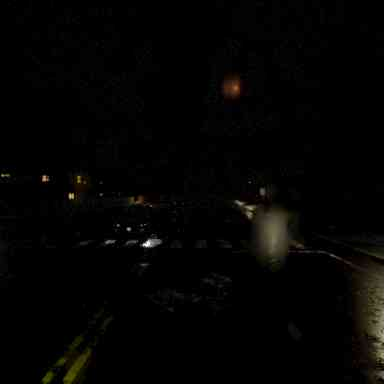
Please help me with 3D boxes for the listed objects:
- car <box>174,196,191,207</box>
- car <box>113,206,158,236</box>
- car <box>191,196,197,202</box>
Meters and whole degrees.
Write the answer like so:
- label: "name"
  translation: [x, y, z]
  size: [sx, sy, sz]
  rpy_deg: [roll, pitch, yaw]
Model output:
- label: "car"
  translation: [-1.673, 1.613, 51.303]
  size: [1.837, 1.490, 4.892]
  rpy_deg: [0, 0, 3]
- label: "car"
  translation: [-3.007, 1.553, 18.553]
  size: [1.837, 1.490, 4.892]
  rpy_deg: [0, 0, 1]
- label: "car"
  translation: [0.070, 1.577, 75.627]
  size: [2.033, 1.411, 5.357]
  rpy_deg: [0, 0, 5]
